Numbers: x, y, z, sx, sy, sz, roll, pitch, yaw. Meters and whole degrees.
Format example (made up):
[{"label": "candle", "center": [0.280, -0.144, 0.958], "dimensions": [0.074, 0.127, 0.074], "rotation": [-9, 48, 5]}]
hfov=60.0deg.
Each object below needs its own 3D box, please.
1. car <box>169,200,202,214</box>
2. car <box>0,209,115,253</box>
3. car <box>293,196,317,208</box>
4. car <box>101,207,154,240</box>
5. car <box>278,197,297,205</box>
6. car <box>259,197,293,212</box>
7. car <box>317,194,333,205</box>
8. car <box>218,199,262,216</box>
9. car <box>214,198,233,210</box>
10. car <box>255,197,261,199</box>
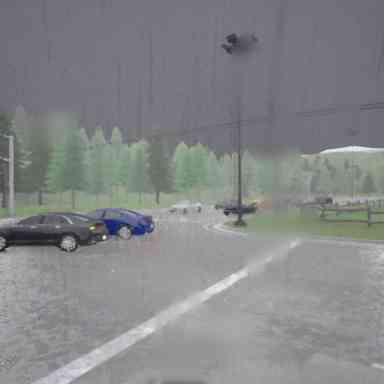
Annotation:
[{"label": "car", "center": [-0.606, 1.650, 37.471], "dimensions": [1.812, 1.442, 4.674], "rotation": [0, 0, 35]}, {"label": "car", "center": [-5.924, 1.576, 13.549], "dimensions": [4.892, 1.490, 1.837], "rotation": [0, -2, 6]}, {"label": "car", "center": [16.199, 1.435, 48.651], "dimensions": [2.097, 1.767, 4.553], "rotation": [0, 0, 36]}, {"label": "car", "center": [-4.457, 1.553, 16.971], "dimensions": [5.008, 1.535, 1.882], "rotation": [0, -1, 9]}, {"label": "car", "center": [18.176, 1.721, 63.103], "dimensions": [1.895, 1.301, 4.718], "rotation": [0, 0, 36]}, {"label": "car", "center": [10.242, 1.609, 40.513], "dimensions": [1.812, 1.442, 4.674], "rotation": [0, 0, 36]}, {"label": "car", "center": [22.498, 1.305, 57.195], "dimensions": [2.150, 2.045, 5.566], "rotation": [0, -1, 37]}, {"label": "car", "center": [4.904, 1.685, 33.142], "dimensions": [1.895, 1.301, 4.718], "rotation": [0, 0, 35]}, {"label": "car", "center": [4.786, 1.628, 44.907], "dimensions": [1.837, 1.490, 4.892], "rotation": [0, 0, 36]}, {"label": "car", "center": [10.970, 1.600, 53.341], "dimensions": [1.882, 1.535, 5.008], "rotation": [0, 0, 36]}]
